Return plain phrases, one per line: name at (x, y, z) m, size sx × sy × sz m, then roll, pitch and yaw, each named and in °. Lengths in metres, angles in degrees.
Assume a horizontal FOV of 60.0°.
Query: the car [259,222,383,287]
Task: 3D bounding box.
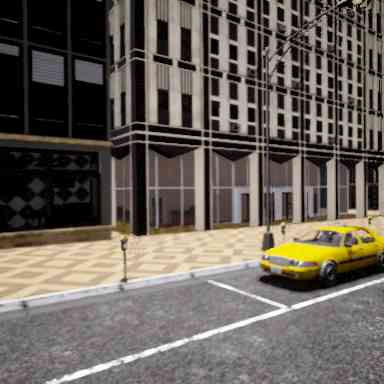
car at (3.977, 1.551, 9.369) m, size 4.829 × 1.417 × 1.752 m, roll 0°, pitch -1°, yaw -35°
